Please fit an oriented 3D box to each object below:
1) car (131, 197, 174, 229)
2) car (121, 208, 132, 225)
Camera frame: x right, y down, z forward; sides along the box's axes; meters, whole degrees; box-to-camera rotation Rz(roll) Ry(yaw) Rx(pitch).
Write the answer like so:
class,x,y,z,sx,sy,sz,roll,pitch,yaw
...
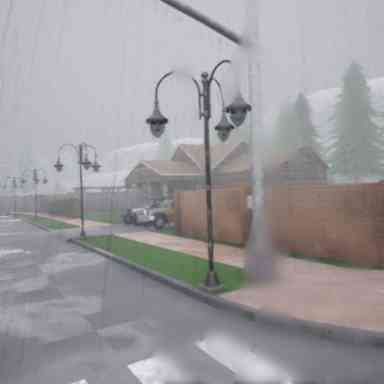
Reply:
class,x,y,z,sx,sy,sz,roll,pitch,yaw
car,-1.125,1.234,21.117,4.605,1.855,1.932,-2,0,-33
car,-2.815,1.296,23.018,3.866,1.878,1.905,-2,0,-33
